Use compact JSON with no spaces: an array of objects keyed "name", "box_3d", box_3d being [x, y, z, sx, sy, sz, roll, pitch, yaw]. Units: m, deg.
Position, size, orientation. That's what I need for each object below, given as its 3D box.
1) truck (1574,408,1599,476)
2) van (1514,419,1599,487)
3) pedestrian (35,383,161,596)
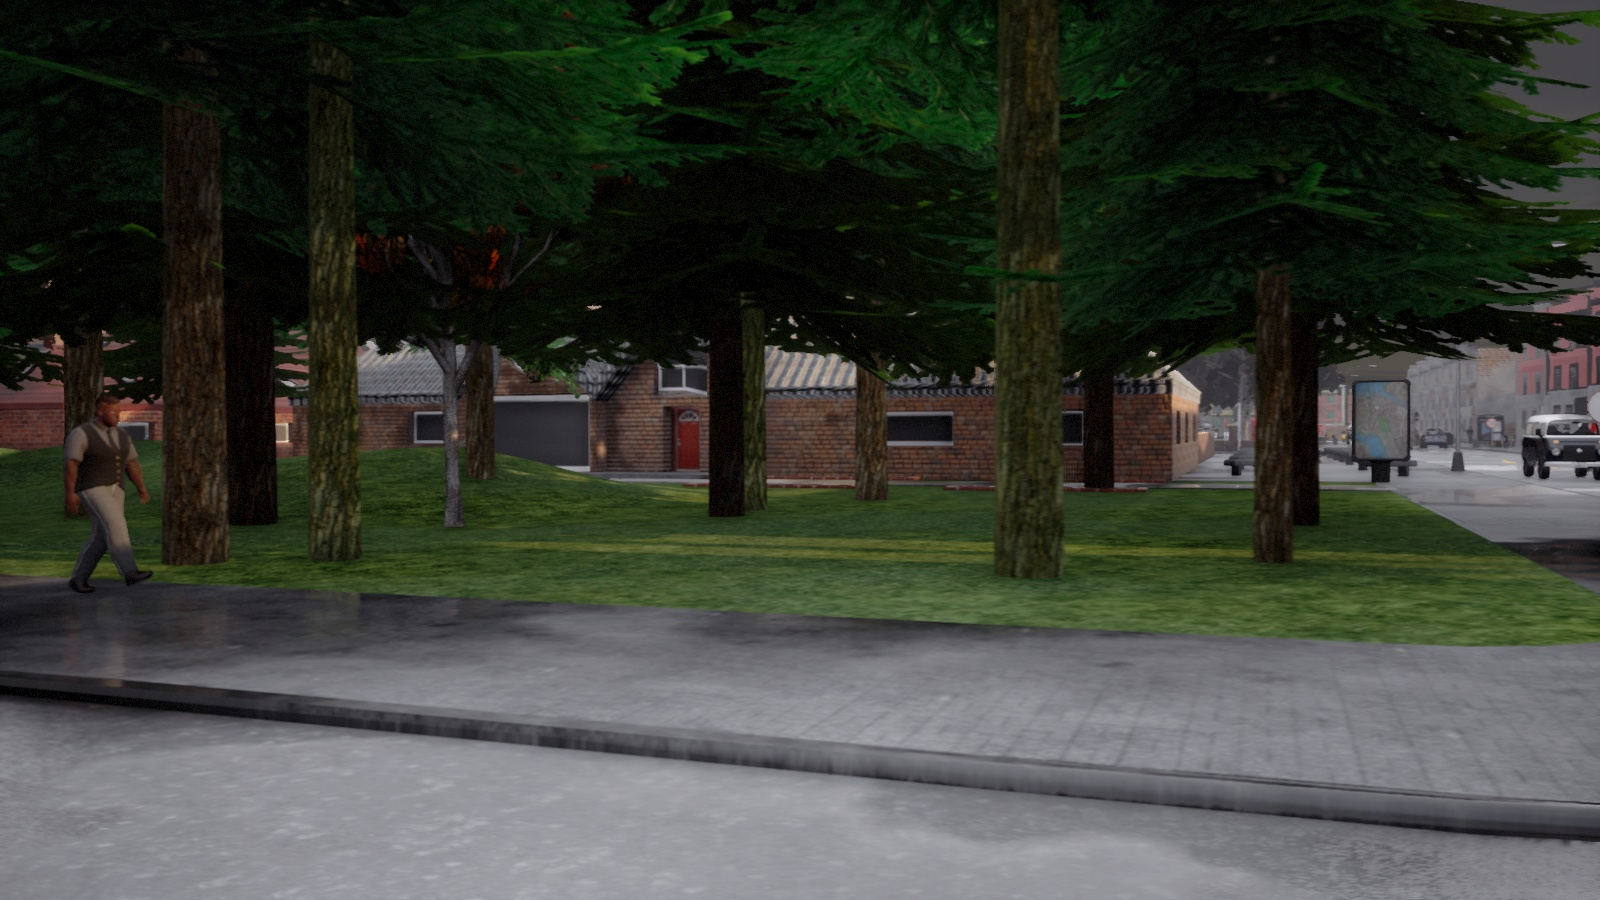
[{"name":"truck","box_3d":[31.430,-0.258,47.584,2.627,2.467,5.204,1,-1,21]},{"name":"van","box_3d":[24.208,0.066,39.758,2.069,2.038,4.480,1,1,21]},{"name":"pedestrian","box_3d":[-6.405,0.344,11.471,0.849,1.883,0.563,0,1,18]}]
